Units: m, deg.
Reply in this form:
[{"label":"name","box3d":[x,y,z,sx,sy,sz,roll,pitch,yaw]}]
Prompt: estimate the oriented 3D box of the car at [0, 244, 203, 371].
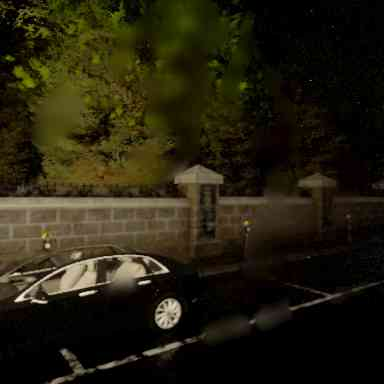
[{"label":"car","box3d":[-1.853,1.562,5.232,4.403,1.369,2.008,1,0,-35]}]
